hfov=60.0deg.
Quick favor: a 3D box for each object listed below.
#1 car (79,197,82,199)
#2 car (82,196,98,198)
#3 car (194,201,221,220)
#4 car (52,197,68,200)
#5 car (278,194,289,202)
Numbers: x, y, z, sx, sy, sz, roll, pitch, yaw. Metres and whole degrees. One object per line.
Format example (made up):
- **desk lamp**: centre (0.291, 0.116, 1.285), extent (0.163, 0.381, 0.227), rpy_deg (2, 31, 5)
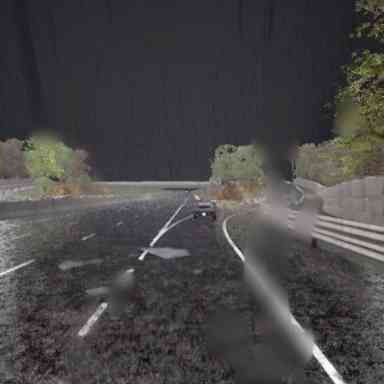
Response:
- **car**: centre (-27.971, 1.698, 86.729), extent (2.033, 1.411, 5.357), rpy_deg (0, 0, 0)
- **car**: centre (-20.976, 1.642, 70.478), extent (2.128, 1.511, 4.902), rpy_deg (0, 0, 0)
- **car**: centre (1.383, 1.567, 29.182), extent (1.837, 1.490, 4.892), rpy_deg (-1, -1, 10)
- **car**: centre (-27.977, 1.657, 70.480), extent (2.033, 1.411, 5.357), rpy_deg (0, 0, 0)
- **car**: centre (22.878, 2.040, 84.130), extent (1.895, 1.301, 4.718), rpy_deg (0, 3, 21)
